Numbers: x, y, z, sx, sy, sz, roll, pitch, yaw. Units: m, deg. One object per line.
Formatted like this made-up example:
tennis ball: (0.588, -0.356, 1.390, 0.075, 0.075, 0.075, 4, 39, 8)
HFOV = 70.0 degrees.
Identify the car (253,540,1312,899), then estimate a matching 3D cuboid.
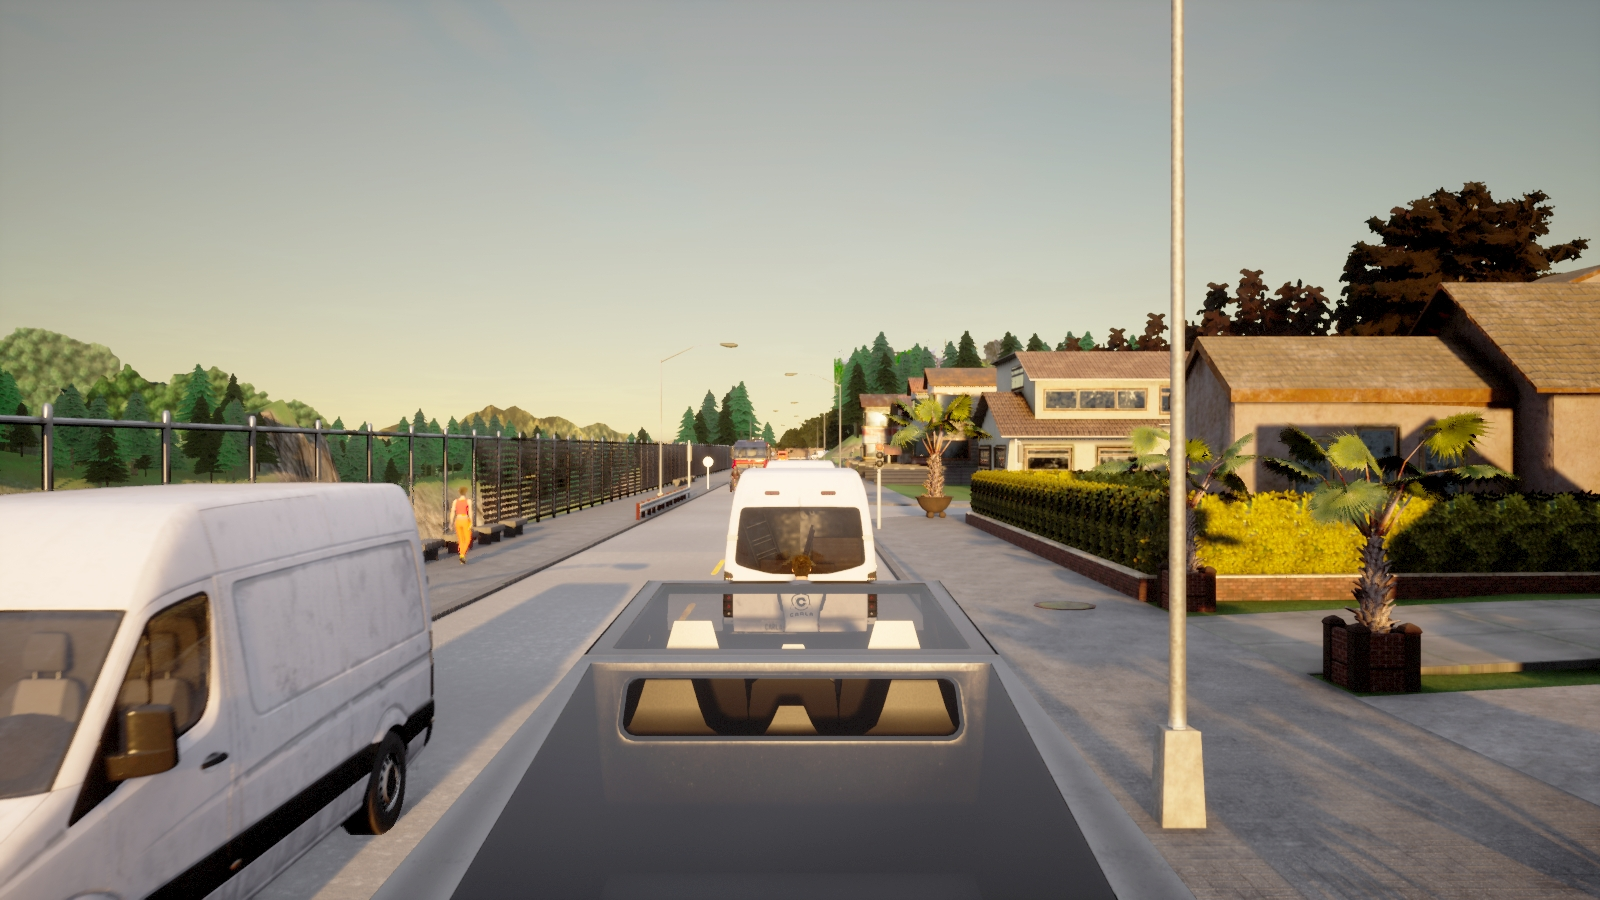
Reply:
car: (-0.034, 1.751, 5.716, 2.390, 2.098, 6.274, 0, 0, 0)

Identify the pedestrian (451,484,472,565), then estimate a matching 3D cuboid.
pedestrian: (-7.856, 1.734, 26.549, 0.375, 1.860, 0.375, 0, 0, -1)

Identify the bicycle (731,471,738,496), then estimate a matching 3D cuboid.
bicycle: (-3.968, 2.033, 69.600, 0.329, 1.471, 1.835, 0, 0, 0)

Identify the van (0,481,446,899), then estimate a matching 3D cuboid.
van: (-3.994, 1.532, 6.700, 1.988, 2.561, 5.915, 0, 0, 0)

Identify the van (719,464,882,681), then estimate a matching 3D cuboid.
van: (0.009, 1.528, 16.844, 1.988, 2.561, 5.915, 0, 0, 0)
